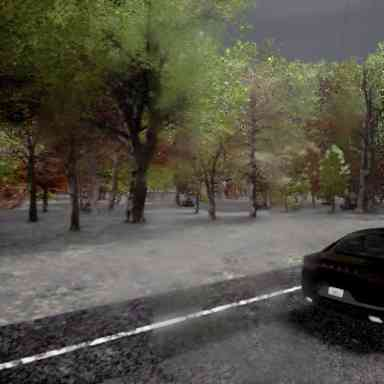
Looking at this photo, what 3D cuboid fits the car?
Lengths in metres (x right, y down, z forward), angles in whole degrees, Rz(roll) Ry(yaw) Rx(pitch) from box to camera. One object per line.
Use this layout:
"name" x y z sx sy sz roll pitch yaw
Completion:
"car" 4.357 1.477 6.856 5.008 1.535 1.882 0 0 -35
